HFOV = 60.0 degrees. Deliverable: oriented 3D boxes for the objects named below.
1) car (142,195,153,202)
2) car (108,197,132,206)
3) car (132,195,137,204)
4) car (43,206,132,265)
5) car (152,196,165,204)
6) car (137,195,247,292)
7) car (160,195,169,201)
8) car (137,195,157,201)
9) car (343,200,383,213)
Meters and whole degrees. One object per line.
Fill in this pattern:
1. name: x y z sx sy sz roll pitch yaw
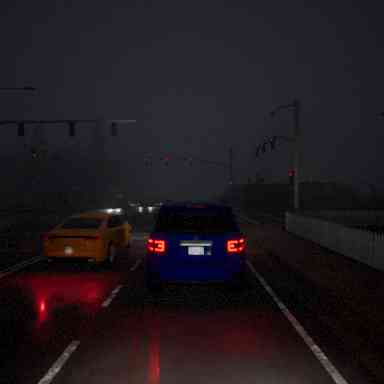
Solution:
1. car: -10.272 1.477 77.013 1.882 1.535 5.008 0 0 0
2. car: -10.454 1.490 47.049 2.128 1.511 4.902 0 0 0
3. car: -10.353 1.351 63.774 2.097 1.767 4.553 0 0 1
4. car: -3.389 1.478 11.686 1.882 1.535 5.008 0 0 0
5. car: -6.818 1.547 67.656 2.033 1.411 5.357 0 0 1
6. car: 0.089 1.221 9.061 2.150 2.045 5.566 0 0 0
7. car: -6.756 1.510 82.419 1.812 1.442 4.674 0 0 0
8. car: -6.927 1.525 51.649 1.812 1.442 4.674 0 0 0
9. car: 19.439 1.547 36.300 5.357 1.411 2.033 0 0 -1
